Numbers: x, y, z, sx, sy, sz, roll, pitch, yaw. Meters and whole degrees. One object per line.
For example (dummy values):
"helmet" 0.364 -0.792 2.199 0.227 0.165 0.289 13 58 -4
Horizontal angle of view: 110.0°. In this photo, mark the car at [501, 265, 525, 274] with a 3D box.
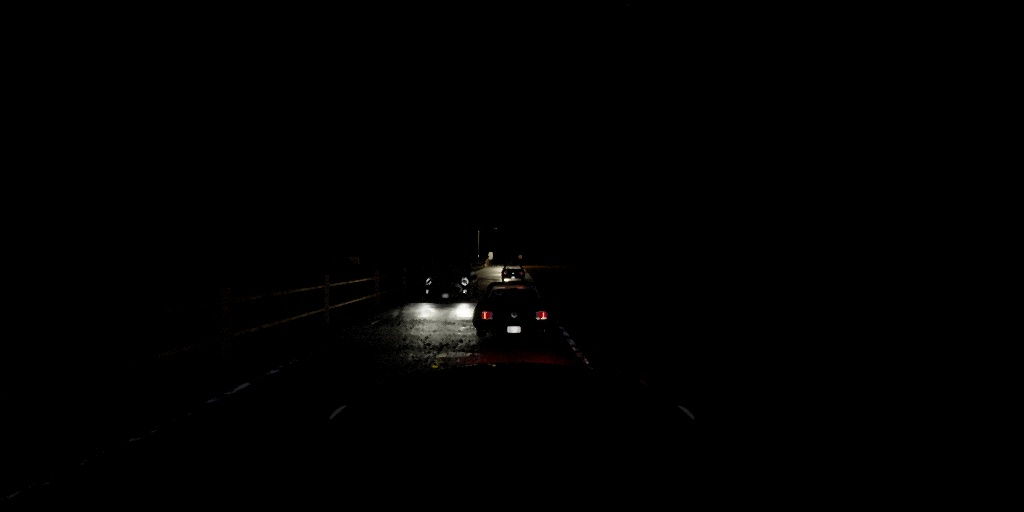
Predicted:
"car" 0.084 1.376 29.955 1.895 1.301 4.718 0 0 0

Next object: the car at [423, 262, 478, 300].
"car" -2.849 1.112 17.537 2.097 1.767 4.553 0 0 0

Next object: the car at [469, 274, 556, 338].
"car" 0.061 1.355 10.220 1.895 1.301 4.718 0 0 0
